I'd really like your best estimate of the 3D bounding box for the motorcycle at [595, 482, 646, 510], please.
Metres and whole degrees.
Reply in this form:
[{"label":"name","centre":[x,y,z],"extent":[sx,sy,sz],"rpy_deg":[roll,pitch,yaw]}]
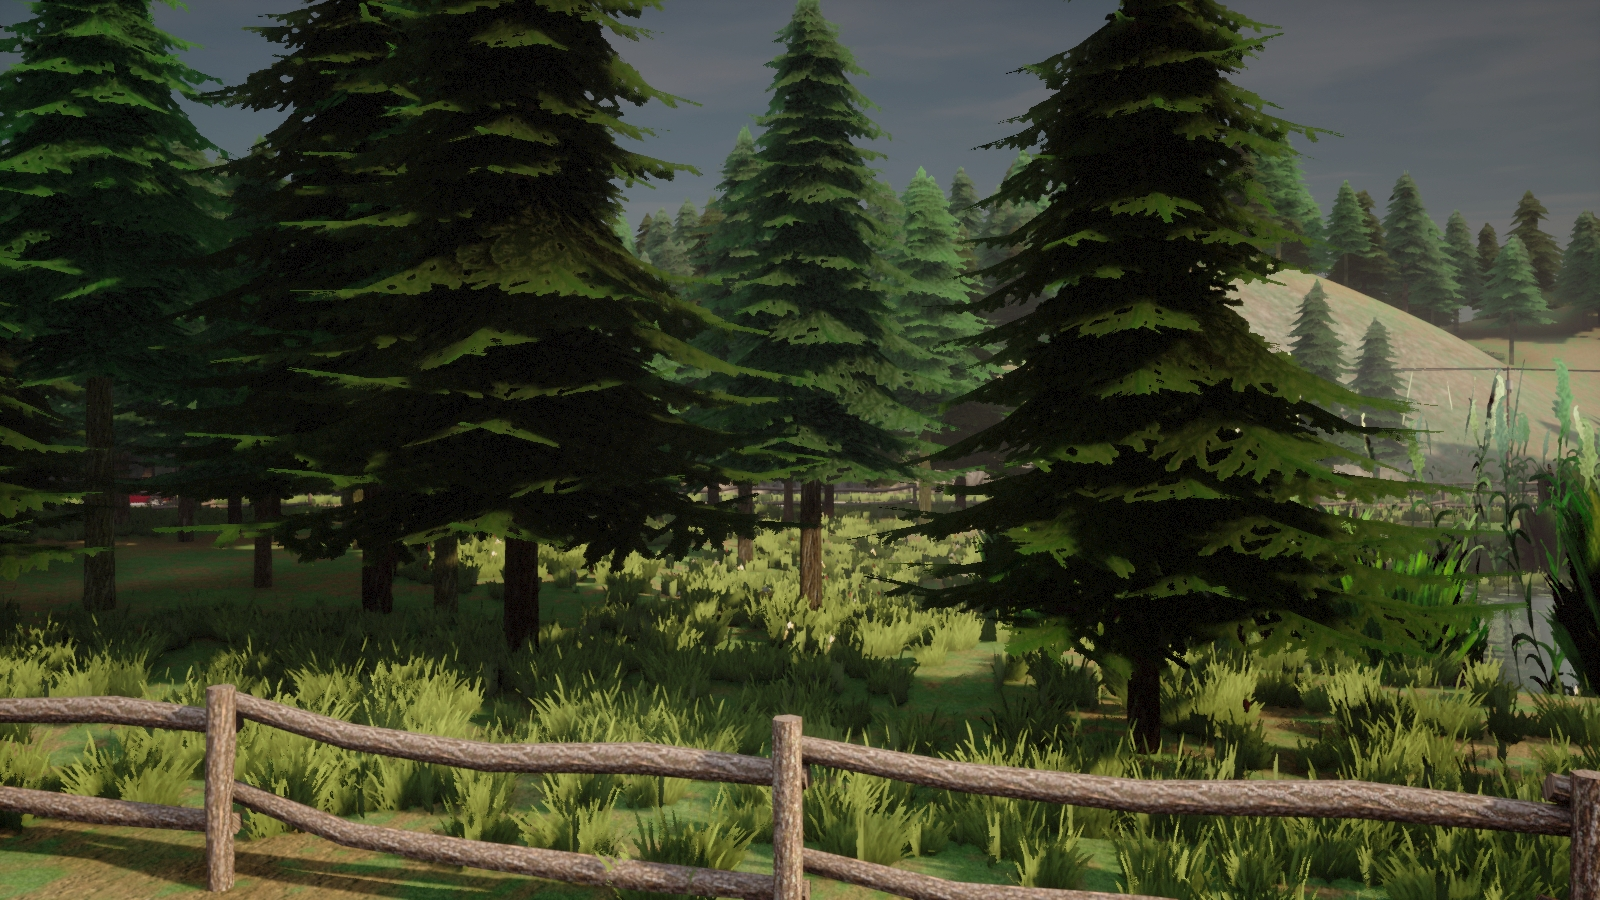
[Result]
[{"label":"motorcycle","centre":[-8.497,2.178,54.104],"extent":[2.209,1.251,0.867],"rpy_deg":[0,0,14]}]
